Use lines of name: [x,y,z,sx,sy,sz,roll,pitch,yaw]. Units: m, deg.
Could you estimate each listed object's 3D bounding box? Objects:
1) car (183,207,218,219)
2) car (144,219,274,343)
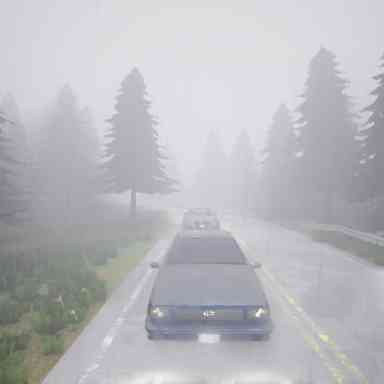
car: [0.460,1.584,19.165,1.994,1.385,4.181,0,0,-2]
car: [0.277,1.557,7.080,2.033,1.411,5.357,0,0,1]
